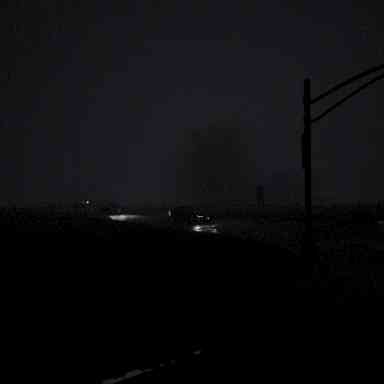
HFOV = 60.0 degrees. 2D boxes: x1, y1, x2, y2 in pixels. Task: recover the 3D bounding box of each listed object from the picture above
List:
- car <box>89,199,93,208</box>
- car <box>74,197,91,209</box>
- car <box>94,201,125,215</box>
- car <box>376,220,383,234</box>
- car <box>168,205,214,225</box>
[{"bbox_3d":[-14.357,2.152,53.826,2.128,1.511,4.902,-1,0,-35],"label":"car"},{"bbox_3d":[-20.415,2.027,62.263,2.150,2.045,5.566,-1,0,-36],"label":"car"},{"bbox_3d":[-10.063,2.049,41.528,2.128,1.511,4.902,-1,0,-36],"label":"car"},{"bbox_3d":[11.601,1.649,15.937,4.718,1.301,1.895,-1,0,23],"label":"car"},{"bbox_3d":[-0.144,1.827,27.694,1.837,1.490,4.892,-1,0,-36],"label":"car"}]
